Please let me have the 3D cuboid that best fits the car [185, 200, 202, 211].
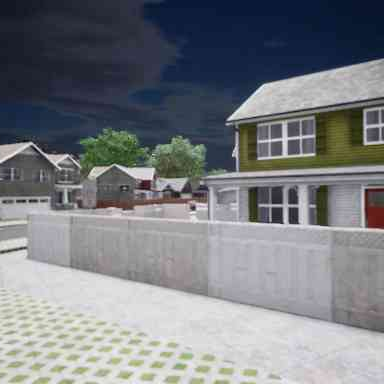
[{"bbox_3d":[0.313,1.897,46.985,1.812,1.442,4.674,-1,-1,21],"label":"car"}]
